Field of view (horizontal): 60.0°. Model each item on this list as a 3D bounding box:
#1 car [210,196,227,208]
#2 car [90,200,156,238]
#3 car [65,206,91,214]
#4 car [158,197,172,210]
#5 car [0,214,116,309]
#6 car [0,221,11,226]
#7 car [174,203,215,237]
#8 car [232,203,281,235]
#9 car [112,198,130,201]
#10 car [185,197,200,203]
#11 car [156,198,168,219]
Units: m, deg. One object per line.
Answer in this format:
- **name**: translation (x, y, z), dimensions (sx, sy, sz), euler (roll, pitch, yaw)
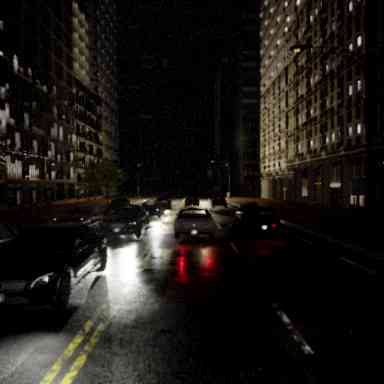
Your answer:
- **car**: translation (3.281, 1.162, 41.051), dimensions (2.033, 1.411, 5.357), euler (-1, 1, 0)
- **car**: translation (-3.345, 1.403, 17.269), dimensions (2.128, 1.511, 4.902), euler (-1, 1, 0)
- **car**: translation (-6.592, 1.518, 19.905), dimensions (1.895, 1.301, 4.718), euler (-1, 1, 0)
- **car**: translation (-3.236, 1.256, 37.839), dimensions (2.033, 1.411, 5.357), euler (-1, 1, 0)
- **car**: translation (-3.350, 1.527, 8.022), dimensions (1.812, 1.442, 4.674), euler (-1, 1, 0)
- **car**: translation (-6.604, 1.562, 9.767), dimensions (2.033, 1.411, 5.357), euler (-1, 1, 0)
- **car**: translation (0.102, 1.481, 17.136), dimensions (1.895, 1.301, 4.718), euler (-1, 1, 0)
- **car**: translation (3.354, 1.348, 17.782), dimensions (1.837, 1.490, 4.892), euler (-1, 1, 0)
- **car**: translation (-6.542, 1.319, 30.320), dimensions (1.837, 1.490, 4.892), euler (-1, 1, 1)
- **car**: translation (0.041, 1.234, 42.288), dimensions (1.895, 1.301, 4.718), euler (-1, 1, 1)
- **car**: translation (-3.310, 1.414, 27.351), dimensions (1.895, 1.301, 4.718), euler (-1, 1, 0)
